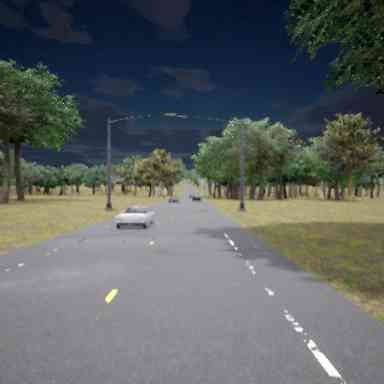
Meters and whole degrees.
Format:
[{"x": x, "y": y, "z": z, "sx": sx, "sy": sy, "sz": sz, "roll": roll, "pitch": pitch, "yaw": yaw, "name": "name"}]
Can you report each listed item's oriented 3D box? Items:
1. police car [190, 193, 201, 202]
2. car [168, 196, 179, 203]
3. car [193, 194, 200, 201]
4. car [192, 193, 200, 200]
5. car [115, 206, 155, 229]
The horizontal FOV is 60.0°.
[{"x": 1.057, "y": 1.320, "z": 74.642, "sx": 1.930, "sy": 1.638, "sz": 5.238, "roll": 0, "pitch": 0, "yaw": 0, "name": "police car"}, {"x": -3.510, "y": 1.453, "z": 63.795, "sx": 1.994, "sy": 1.385, "sz": 4.181, "roll": 0, "pitch": 0, "yaw": 1, "name": "car"}, {"x": 1.059, "y": 1.360, "z": 84.726, "sx": 1.801, "sy": 1.575, "sz": 5.366, "roll": 0, "pitch": 0, "yaw": 0, "name": "car"}, {"x": 1.057, "y": 1.263, "z": 90.511, "sx": 2.097, "sy": 1.767, "sz": 4.553, "roll": 0, "pitch": 0, "yaw": 0, "name": "car"}, {"x": -3.598, "y": 1.576, "z": 21.543, "sx": 1.895, "sy": 1.301, "sz": 4.718, "roll": 0, "pitch": 0, "yaw": 0, "name": "car"}]
